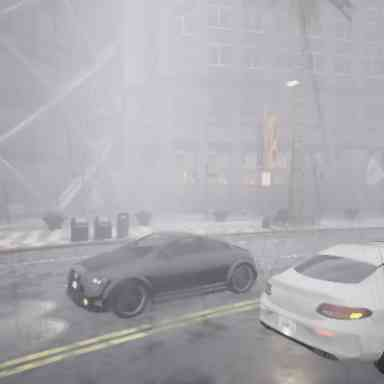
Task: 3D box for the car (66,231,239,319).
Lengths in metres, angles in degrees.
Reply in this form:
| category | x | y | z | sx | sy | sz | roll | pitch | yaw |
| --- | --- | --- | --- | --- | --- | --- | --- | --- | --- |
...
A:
| category | x | y | z | sx | sy | sz | roll | pitch | yaw |
| --- | --- | --- | --- | --- | --- | --- | --- | --- | --- |
| car | -0.550 | 1.602 | 7.440 | 4.181 | 1.385 | 1.994 | 0 | 0 | -32 |

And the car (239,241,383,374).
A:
| category | x | y | z | sx | sy | sz | roll | pitch | yaw |
| --- | --- | --- | --- | --- | --- | --- | --- | --- | --- |
| car | 3.222 | 1.546 | 5.413 | 4.674 | 1.442 | 1.812 | 0 | -1 | -30 |
